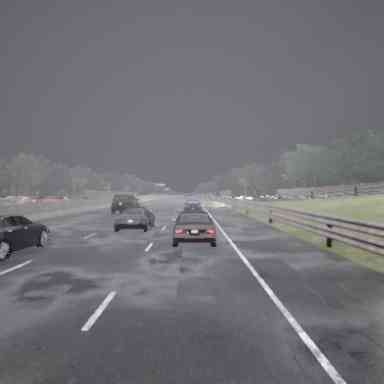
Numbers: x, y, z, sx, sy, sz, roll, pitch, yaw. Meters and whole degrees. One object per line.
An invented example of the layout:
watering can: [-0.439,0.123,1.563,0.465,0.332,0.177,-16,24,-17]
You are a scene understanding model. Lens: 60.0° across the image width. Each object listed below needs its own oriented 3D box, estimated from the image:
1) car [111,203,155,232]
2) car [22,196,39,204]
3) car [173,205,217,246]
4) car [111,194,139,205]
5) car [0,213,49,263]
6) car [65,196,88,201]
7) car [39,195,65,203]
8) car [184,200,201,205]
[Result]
car: [-3.403,1.575,20.344,1.994,1.385,4.181,0,0,0]
car: [-24.567,1.419,51.844,2.097,1.767,4.553,0,0,0]
car: [0.098,1.555,15.193,2.033,1.411,5.357,0,0,0]
car: [-6.904,1.251,34.778,2.150,2.045,5.566,0,0,0]
car: [-6.903,1.510,12.011,1.837,1.490,4.892,0,0,0]
car: [-17.573,1.419,51.875,2.097,1.767,4.553,0,0,0]
car: [-21.073,1.417,51.032,2.097,1.767,4.553,0,0,0]
car: [0.096,1.559,36.718,1.812,1.442,4.674,0,0,0]
